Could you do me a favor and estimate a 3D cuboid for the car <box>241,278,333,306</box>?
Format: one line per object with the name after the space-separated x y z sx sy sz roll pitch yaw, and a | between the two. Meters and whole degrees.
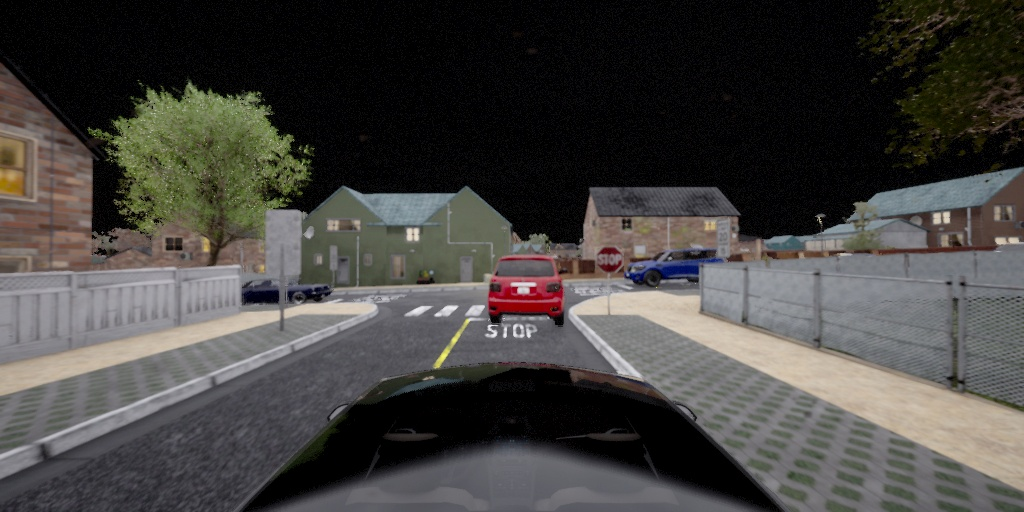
-11.603 1.751 17.843 4.718 1.301 1.895 -2 -1 1 | car

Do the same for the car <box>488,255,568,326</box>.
0.652 0.991 11.988 2.150 2.045 5.566 0 0 8 | car

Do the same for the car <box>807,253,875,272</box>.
19.129 0.572 20.557 4.674 1.442 1.812 -2 -1 0 | car

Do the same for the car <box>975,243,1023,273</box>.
28.999 0.048 20.487 4.553 1.767 2.097 -2 -1 0 | car

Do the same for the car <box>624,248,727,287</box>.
9.334 0.621 20.530 5.566 2.045 2.150 -2 -1 -2 | car
